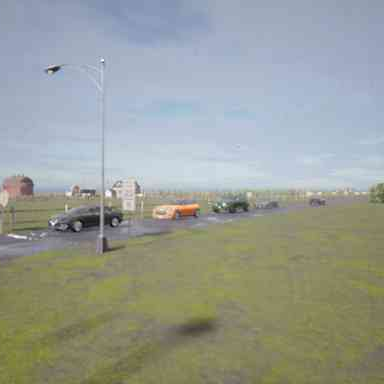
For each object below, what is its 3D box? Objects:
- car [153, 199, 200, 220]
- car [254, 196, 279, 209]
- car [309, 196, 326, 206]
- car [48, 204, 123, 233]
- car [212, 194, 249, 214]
[{"bbox_3d":[-1.244,1.369,28.069,2.097,1.767,4.553,0,0,34],"label":"car"},{"bbox_3d":[10.120,1.360,44.991,2.097,1.767,4.553,0,0,34],"label":"car"},{"bbox_3d":[21.384,1.533,56.612,1.837,1.490,4.892,0,0,34],"label":"car"},{"bbox_3d":[-6.355,1.529,20.363,1.837,1.490,4.892,0,0,32],"label":"car"},{"bbox_3d":[4.362,1.234,36.437,2.150,2.045,5.566,0,0,34],"label":"car"}]
